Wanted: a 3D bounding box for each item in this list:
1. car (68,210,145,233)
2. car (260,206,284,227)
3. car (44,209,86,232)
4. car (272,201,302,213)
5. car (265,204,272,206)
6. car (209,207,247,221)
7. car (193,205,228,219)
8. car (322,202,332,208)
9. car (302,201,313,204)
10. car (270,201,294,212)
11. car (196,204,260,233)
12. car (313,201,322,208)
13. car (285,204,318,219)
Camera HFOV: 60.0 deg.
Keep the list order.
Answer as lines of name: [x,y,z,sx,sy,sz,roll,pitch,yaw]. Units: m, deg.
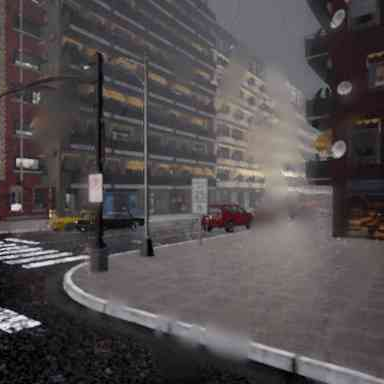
car: [-5.337,1.969,21.914,1.895,1.301,4.718,0,-1,35]
car: [5.752,2.082,27.739,1.887,1.381,4.507,-2,-2,35]
car: [-7.715,1.901,23.058,1.752,1.417,4.829,-2,-2,35]
car: [14.358,2.516,49.870,2.128,1.511,4.902,0,-1,35]
car: [11.775,2.513,50.894,1.752,1.417,4.829,-2,-2,35]
car: [3.874,2.260,35.064,1.895,1.301,4.718,0,-1,35]
car: [2.128,2.231,37.115,1.887,1.381,4.507,-2,-2,35]
car: [31.364,3.134,78.870,1.887,1.381,4.507,-2,-2,35]
car: [21.619,2.838,64.952,1.887,1.381,4.507,-2,-2,35]
car: [15.119,2.408,55.679,2.192,1.841,5.009,-2,-2,35]
car: [2.502,1.750,23.106,2.192,1.841,5.009,-2,-2,35]
car: [24.865,2.708,69.597,2.192,1.841,5.009,-2,-2,35]
car: [12.249,2.323,37.016,1.802,1.307,4.206,-2,-2,35]
